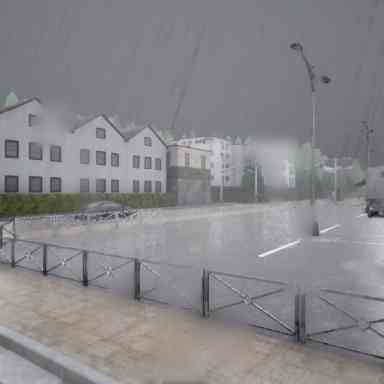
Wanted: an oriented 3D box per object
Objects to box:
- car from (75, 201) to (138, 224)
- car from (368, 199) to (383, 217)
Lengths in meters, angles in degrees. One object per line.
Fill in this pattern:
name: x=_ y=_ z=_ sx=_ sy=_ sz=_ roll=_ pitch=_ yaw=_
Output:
car: x=-5.858 y=1.334 z=23.131 sx=1.812 sy=1.442 sz=4.674 roll=0 pitch=0 yaw=35
car: x=15.454 y=1.298 z=26.789 sx=2.007 sy=1.523 sz=4.514 roll=0 pitch=0 yaw=35
